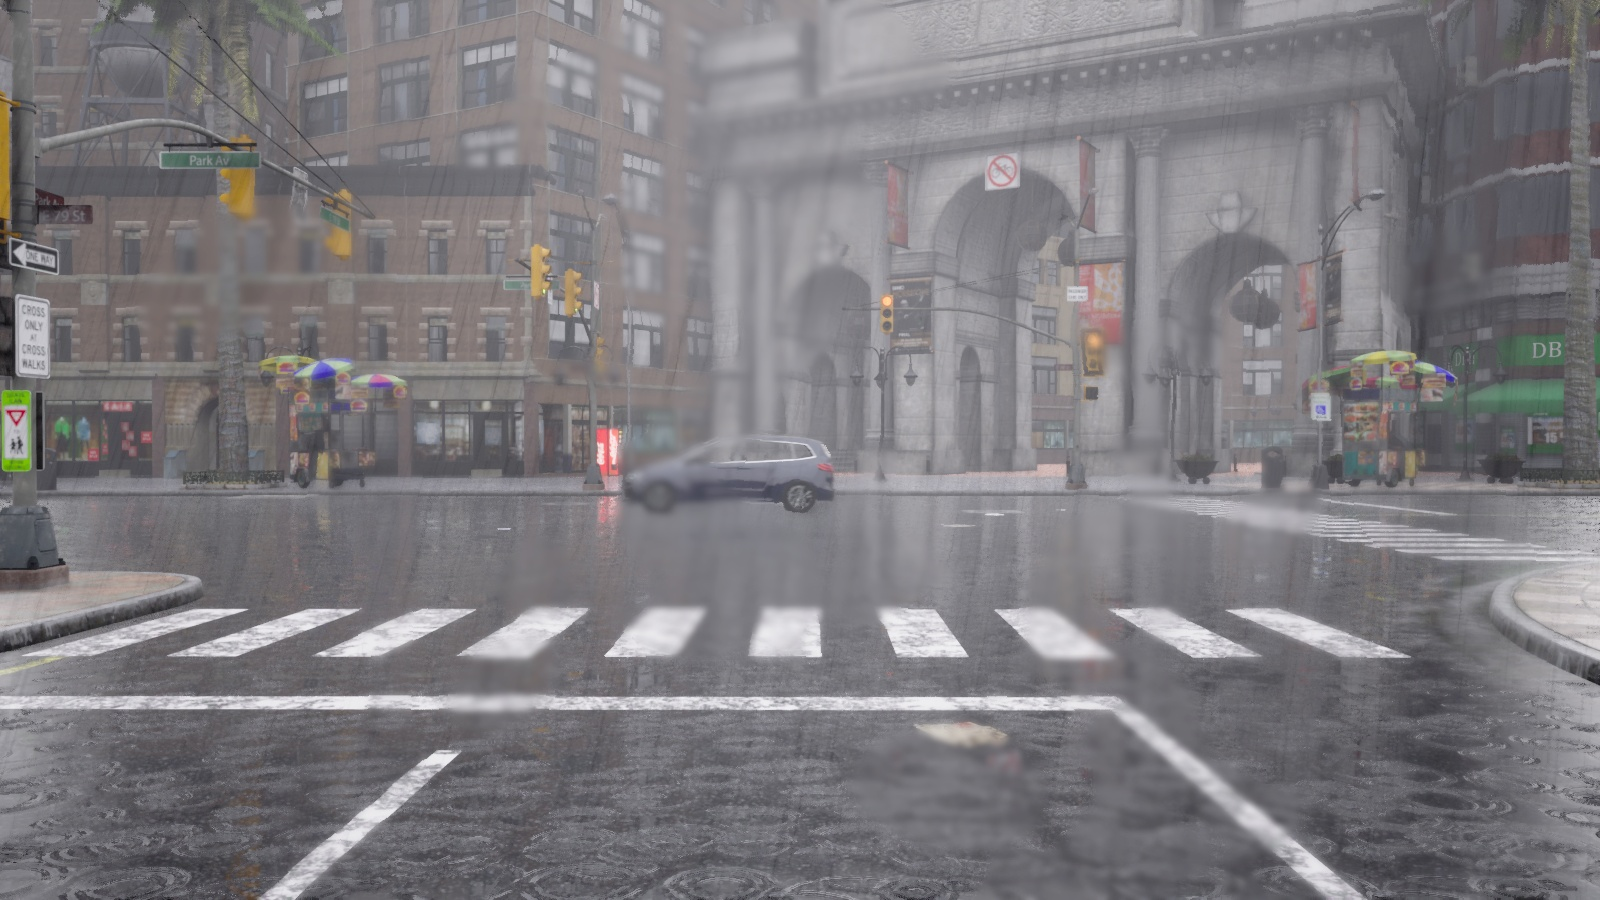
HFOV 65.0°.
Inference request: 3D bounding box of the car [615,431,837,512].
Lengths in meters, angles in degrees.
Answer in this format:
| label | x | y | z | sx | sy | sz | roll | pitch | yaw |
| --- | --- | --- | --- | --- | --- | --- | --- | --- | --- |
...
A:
| label | x | y | z | sx | sy | sz | roll | pitch | yaw |
| --- | --- | --- | --- | --- | --- | --- | --- | --- | --- |
| car | -1.578 | 0.436 | 27.180 | 4.611 | 1.667 | 2.242 | 0 | 0 | -3 |
